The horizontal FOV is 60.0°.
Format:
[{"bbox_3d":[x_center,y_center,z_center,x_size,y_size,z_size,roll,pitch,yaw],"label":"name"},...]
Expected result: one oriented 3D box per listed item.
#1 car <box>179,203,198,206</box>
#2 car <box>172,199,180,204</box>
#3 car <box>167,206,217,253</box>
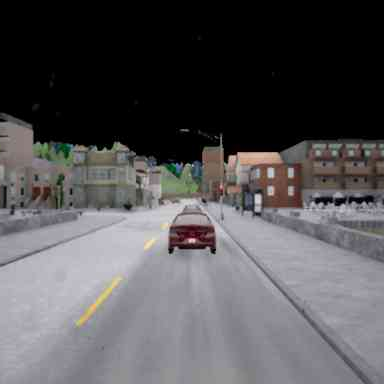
[{"bbox_3d":[0.016,1.840,29.320,1.994,1.385,4.181,0,0,0],"label":"car"},{"bbox_3d":[-3.967,2.338,83.871,1.994,1.385,4.181,0,-1,0],"label":"car"},{"bbox_3d":[0.013,1.614,14.484,1.882,1.535,5.008,0,0,0],"label":"car"}]
